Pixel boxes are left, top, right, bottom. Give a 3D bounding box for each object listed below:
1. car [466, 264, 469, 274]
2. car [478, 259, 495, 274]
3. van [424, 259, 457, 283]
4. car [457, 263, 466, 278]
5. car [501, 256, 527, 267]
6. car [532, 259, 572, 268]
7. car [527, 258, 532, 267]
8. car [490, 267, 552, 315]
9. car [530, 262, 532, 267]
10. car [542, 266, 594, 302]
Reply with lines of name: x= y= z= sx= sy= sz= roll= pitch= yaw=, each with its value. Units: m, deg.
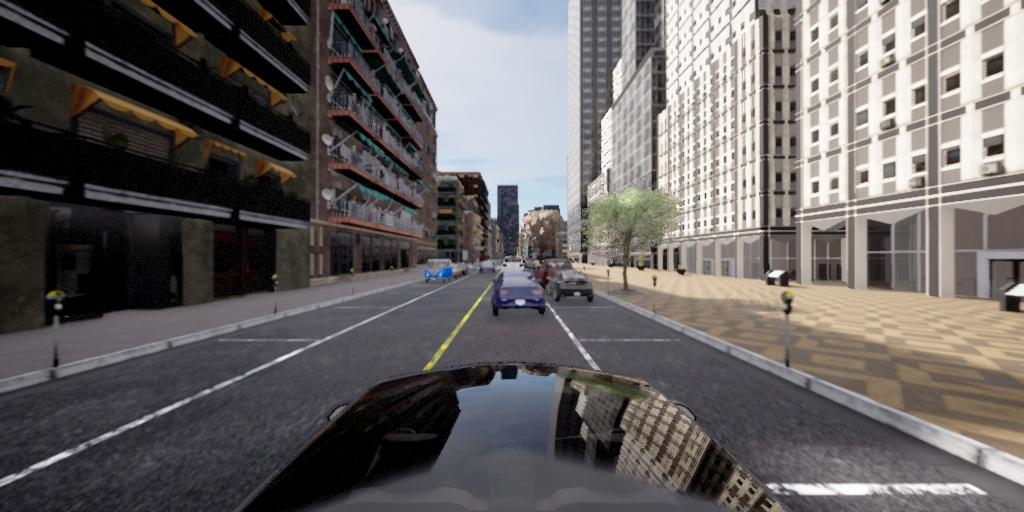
car: x=-5.691 y=1.398 z=39.088 sx=1.948 sy=1.339 sz=4.313 roll=0 pitch=0 yaw=0
car: x=-3.032 y=1.372 z=44.284 sx=1.812 sy=1.442 sz=4.674 roll=0 pitch=0 yaw=1
van: x=-5.690 y=1.145 z=28.042 sx=1.690 sy=1.789 sz=3.998 roll=0 pitch=0 yaw=0
car: x=-5.690 y=1.343 z=33.396 sx=1.751 sy=1.417 sz=4.829 roll=0 pitch=0 yaw=0
car: x=0.100 y=1.047 z=36.399 sx=2.150 sy=2.045 sz=5.566 roll=0 pitch=0 yaw=0
car: x=2.691 y=1.107 z=22.520 sx=2.192 sy=1.841 sz=5.009 roll=0 pitch=0 yaw=0
car: x=2.690 y=1.447 z=55.656 sx=1.948 sy=1.339 sz=4.313 roll=0 pitch=0 yaw=0
car: x=0.186 y=1.299 z=13.650 sx=1.812 sy=1.442 sz=4.674 roll=0 pitch=0 yaw=-2
car: x=2.691 y=1.371 z=28.042 sx=1.948 sy=1.339 sz=4.313 roll=0 pitch=0 yaw=0
car: x=2.691 y=1.331 z=16.997 sx=2.007 sy=1.370 sz=4.403 roll=0 pitch=0 yaw=0
